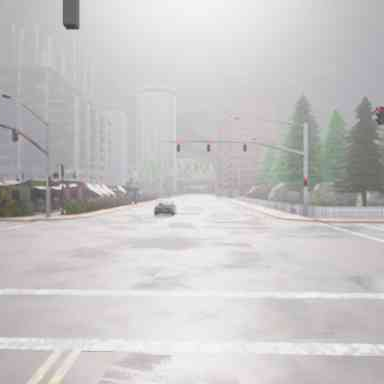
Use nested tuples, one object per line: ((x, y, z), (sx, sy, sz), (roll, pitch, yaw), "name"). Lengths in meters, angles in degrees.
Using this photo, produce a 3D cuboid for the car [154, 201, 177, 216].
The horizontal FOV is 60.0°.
((-2.532, 1.575, 32.165), (1.895, 1.301, 4.718), (0, 0, 2), "car")
